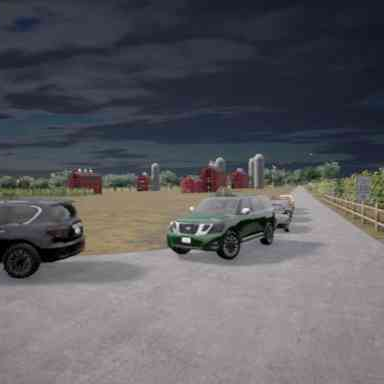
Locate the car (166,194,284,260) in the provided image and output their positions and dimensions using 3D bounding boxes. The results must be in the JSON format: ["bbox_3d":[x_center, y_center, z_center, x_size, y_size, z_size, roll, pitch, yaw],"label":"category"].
[{"bbox_3d":[1.375,1.116,12.581,2.150,2.045,5.566,0,0,34],"label":"car"}]

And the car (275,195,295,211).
[{"bbox_3d":[10.209,1.128,36.341,1.882,1.535,5.008,0,0,18],"label":"car"}]

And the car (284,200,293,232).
[{"bbox_3d":[4.526,1.390,18.889,1.994,1.385,4.181,0,0,18],"label":"car"}]

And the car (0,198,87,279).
[{"bbox_3d":[-5.962,1.252,9.645,5.566,2.045,2.150,-1,1,1],"label":"car"}]

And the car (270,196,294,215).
[{"bbox_3d":[8.364,1.214,30.647,1.837,1.490,4.892,0,0,18],"label":"car"}]

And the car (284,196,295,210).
[{"bbox_3d":[6.408,1.247,24.613,1.882,1.535,5.008,0,0,18],"label":"car"}]
